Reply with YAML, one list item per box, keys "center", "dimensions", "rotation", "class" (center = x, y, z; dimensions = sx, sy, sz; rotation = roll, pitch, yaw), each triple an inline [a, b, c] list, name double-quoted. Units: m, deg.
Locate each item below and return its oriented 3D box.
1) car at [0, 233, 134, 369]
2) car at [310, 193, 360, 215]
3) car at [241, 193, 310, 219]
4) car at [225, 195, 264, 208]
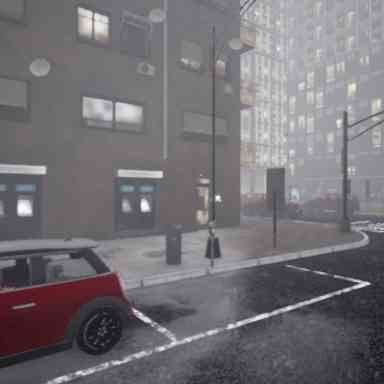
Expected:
- center: [-2.963, 1.440, 4.443]
  dimensions: [4.097, 1.590, 1.967]
  rotation: [0, 0, -35]
  class: "car"
- center: [12.662, 1.030, 30.325]
  dimensions: [2.192, 1.841, 5.009]
  rotation: [1, 0, -36]
  class: "car"
- center: [5.918, 1.010, 25.352]
  dimensions: [2.192, 1.841, 5.009]
  rotation: [2, 0, -36]
  class: "car"
- center: [6.137, 1.074, 39.303]
  dimensions: [1.947, 1.339, 4.313]
  rotation: [1, 0, -36]
  class: "car"
